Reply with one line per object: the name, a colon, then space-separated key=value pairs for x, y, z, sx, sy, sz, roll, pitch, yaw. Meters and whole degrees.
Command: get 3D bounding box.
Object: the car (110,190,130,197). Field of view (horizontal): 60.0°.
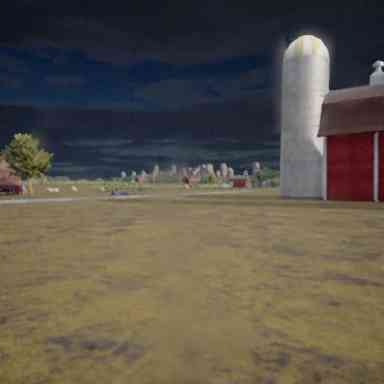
car: x=-14.572 y=0.189 z=67.445 sx=1.994 sy=1.385 sz=4.181 roll=2 pitch=2 yaw=36
